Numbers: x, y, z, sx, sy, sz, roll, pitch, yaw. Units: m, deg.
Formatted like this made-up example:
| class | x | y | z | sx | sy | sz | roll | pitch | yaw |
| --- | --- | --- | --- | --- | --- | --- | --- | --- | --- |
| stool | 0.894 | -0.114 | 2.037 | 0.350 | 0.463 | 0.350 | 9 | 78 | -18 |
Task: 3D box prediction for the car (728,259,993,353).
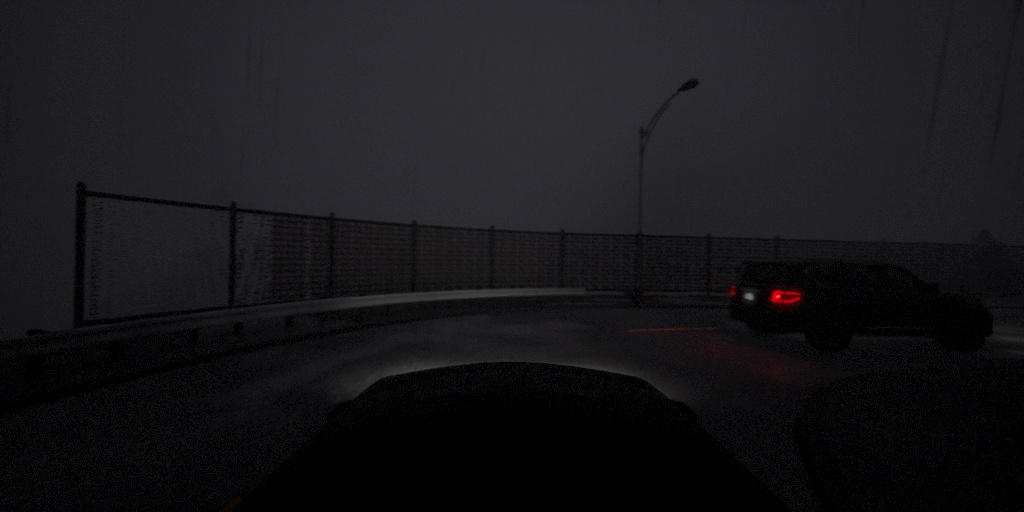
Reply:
| class | x | y | z | sx | sy | sz | roll | pitch | yaw |
| --- | --- | --- | --- | --- | --- | --- | --- | --- | --- |
| car | 8.455 | 1.135 | 8.997 | 5.566 | 2.045 | 2.150 | 1 | 0 | -5 |
